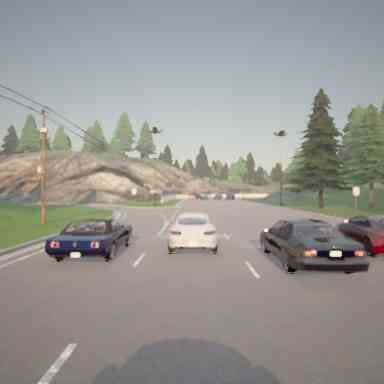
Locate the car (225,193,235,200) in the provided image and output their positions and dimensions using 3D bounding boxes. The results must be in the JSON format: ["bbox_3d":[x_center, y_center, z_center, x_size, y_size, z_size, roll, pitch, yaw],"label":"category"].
[{"bbox_3d":[10.502,1.553,92.796,1.837,1.490,4.892,0,0,2],"label":"car"}]

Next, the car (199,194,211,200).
[{"bbox_3d":[3.520,1.579,93.891,2.128,1.511,4.902,0,0,2],"label":"car"}]

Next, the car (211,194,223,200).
[{"bbox_3d":[7.003,1.592,92.795,2.033,1.411,5.357,0,0,2],"label":"car"}]

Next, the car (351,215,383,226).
[{"bbox_3d":[7.043,1.573,12.961,1.994,1.385,4.181,0,0,1],"label":"car"}]

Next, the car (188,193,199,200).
[{"bbox_3d":[0.020,1.409,93.921,2.097,1.767,4.553,0,0,2],"label":"car"}]

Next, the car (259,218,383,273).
[{"bbox_3d":[3.518,1.554,10.618,2.033,1.411,5.357,0,0,0],"label":"car"}]

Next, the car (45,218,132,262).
[{"bbox_3d":[-3.466,1.608,12.194,1.895,1.301,4.718,0,0,1],"label":"car"}]

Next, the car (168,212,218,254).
[{"bbox_3d":[0.046,1.533,13.480,1.812,1.442,4.674,0,0,1],"label":"car"}]
